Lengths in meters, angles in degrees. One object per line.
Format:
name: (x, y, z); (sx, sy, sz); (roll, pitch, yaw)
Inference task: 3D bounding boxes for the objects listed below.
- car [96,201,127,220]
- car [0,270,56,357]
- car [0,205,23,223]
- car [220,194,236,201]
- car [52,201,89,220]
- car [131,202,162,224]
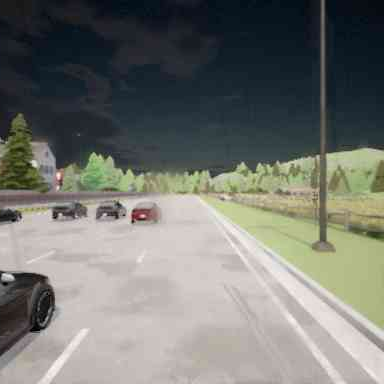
car: (-6.881, 1.548, 28.683); (1.837, 1.490, 4.892); (0, 0, 0)
car: (-3.398, 1.571, 4.211); (1.994, 1.385, 4.181); (0, 0, 0)
car: (-13.884, 1.585, 23.037); (2.033, 1.411, 5.357); (0, 0, 0)
car: (8.980, 1.326, 83.313); (3.866, 1.878, 1.905); (0, 0, 0)
car: (-10.378, 1.549, 28.635); (1.837, 1.490, 4.892); (0, 0, 0)
car: (-3.383, 1.515, 25.382); (1.882, 1.535, 5.008); (0, 0, 0)
